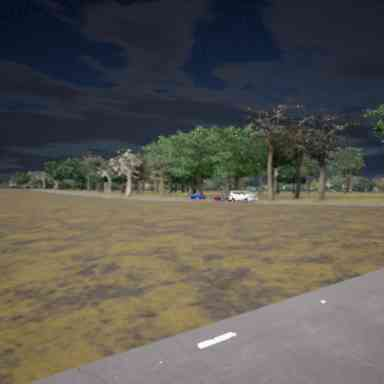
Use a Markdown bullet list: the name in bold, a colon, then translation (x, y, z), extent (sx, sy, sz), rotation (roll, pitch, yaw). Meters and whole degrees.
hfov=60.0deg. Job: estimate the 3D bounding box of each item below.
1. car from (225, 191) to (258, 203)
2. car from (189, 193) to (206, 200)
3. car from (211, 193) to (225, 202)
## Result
- **car**: translation (8.892, 0.809, 57.876), extent (2.150, 2.045, 5.566), rotation (1, -1, -35)
- **car**: translation (1.158, 1.077, 74.882), extent (1.882, 1.535, 5.008), rotation (1, -1, -35)
- **car**: translation (5.952, 1.067, 68.180), extent (2.097, 1.767, 4.553), rotation (1, -1, -35)
